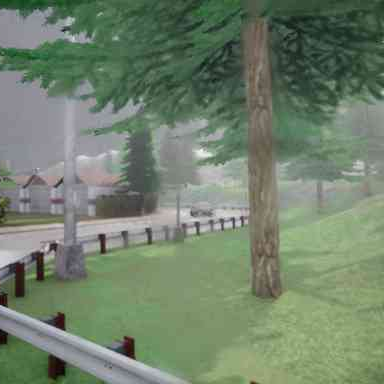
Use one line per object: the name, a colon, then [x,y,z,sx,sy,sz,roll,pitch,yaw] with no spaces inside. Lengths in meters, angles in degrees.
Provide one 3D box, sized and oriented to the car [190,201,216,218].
car: [1.164,1.610,31.603,1.812,1.442,4.674,0,0,11]
